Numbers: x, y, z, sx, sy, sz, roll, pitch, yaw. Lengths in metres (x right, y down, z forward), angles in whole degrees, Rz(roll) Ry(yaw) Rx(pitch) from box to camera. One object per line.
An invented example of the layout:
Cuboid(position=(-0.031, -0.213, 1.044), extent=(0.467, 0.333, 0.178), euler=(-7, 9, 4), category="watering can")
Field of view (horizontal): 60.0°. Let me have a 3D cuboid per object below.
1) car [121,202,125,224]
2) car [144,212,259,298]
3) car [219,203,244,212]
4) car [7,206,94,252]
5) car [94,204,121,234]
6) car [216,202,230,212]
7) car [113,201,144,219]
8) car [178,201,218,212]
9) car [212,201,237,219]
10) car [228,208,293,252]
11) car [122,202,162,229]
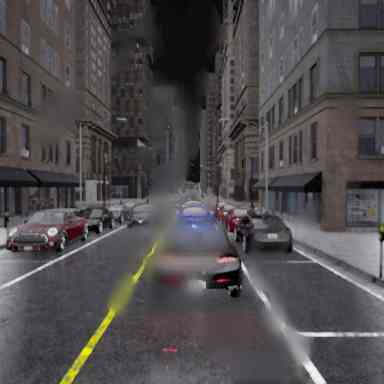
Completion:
Cuboid(position=(-5.683, 1.558, 24.640), extent=(2.008, 1.369, 4.403), euler=(-1, 0, 0), category="car")
Cuboid(position=(0.129, 1.493, 8.533), extent=(2.128, 1.511, 4.902), euler=(0, 0, 0), category="car")
Cuboid(position=(2.821, 1.550, 19.103), extent=(1.887, 1.381, 4.507), euler=(-1, 0, 0), category="car")
Cuboid(position=(-5.725, 1.443, 13.629), extent=(1.967, 1.590, 4.097), euler=(-1, 0, 0), category="car")
Cuboid(position=(-5.704, 1.571, 19.135), extent=(1.947, 1.339, 4.313), euler=(-1, 0, 0), category="car")
Cuboid(position=(2.842, 1.552, 24.608), extent=(1.887, 1.381, 4.507), euler=(-1, 0, 0), category="car")
Cuboid(position=(-5.663, 1.554, 30.145), extent=(1.887, 1.381, 4.507), euler=(-1, 0, 0), category="car")
Cuboid(position=(0.166, 1.482, 18.038), extent=(1.882, 1.535, 5.008), euler=(0, 0, 0), category="car")
Cuboid(position=(2.862, 1.555, 30.114), extent=(1.887, 1.381, 4.507), euler=(-1, 0, 0), category="car")
Cuboid(position=(2.801, 1.569, 13.598), extent=(1.947, 1.339, 4.313), euler=(-1, 0, 0), category="car")
Cuboid(position=(-2.977, 1.513, 21.855), extent=(1.837, 1.490, 4.892), euler=(0, -1, 1), category="car")
